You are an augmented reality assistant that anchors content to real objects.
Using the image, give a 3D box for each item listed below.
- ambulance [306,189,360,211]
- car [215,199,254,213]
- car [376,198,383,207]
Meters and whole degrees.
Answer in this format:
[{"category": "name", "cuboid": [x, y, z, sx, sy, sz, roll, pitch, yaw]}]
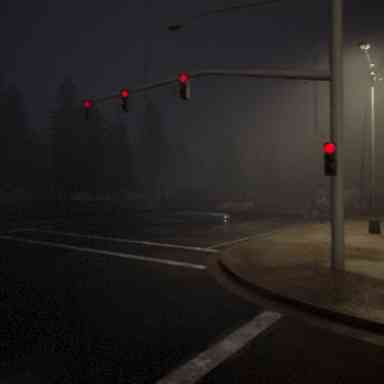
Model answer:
[{"category": "ambulance", "cuboid": [16.190, 0.860, 38.294, 6.366, 2.431, 2.351, -1, 0, -21]}, {"category": "car", "cuboid": [4.628, 1.451, 35.527, 4.674, 1.442, 1.812, -1, 0, -36]}, {"category": "car", "cuboid": [26.912, 1.216, 44.325, 4.902, 1.511, 2.128, 0, 0, -6]}]
